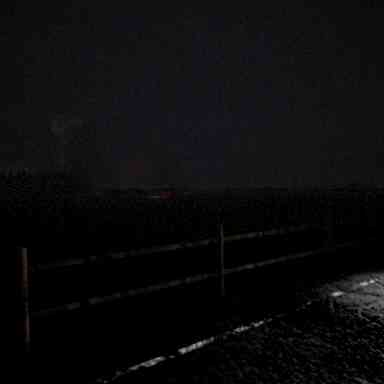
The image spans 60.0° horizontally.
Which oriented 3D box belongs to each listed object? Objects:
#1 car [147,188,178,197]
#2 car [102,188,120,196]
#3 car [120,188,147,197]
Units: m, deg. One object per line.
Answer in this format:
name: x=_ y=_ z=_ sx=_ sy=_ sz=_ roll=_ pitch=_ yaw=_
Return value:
car: x=-4.383 y=0.015 z=54.481 sx=5.008 sy=1.535 sz=1.882 roll=-1 pitch=1 yaw=35
car: x=-14.484 y=0.012 z=61.331 sx=4.892 sy=1.490 sz=1.837 roll=0 pitch=1 yaw=35
car: x=-8.971 y=0.082 z=54.170 sx=4.892 sy=1.490 sz=1.837 roll=-1 pitch=1 yaw=34
